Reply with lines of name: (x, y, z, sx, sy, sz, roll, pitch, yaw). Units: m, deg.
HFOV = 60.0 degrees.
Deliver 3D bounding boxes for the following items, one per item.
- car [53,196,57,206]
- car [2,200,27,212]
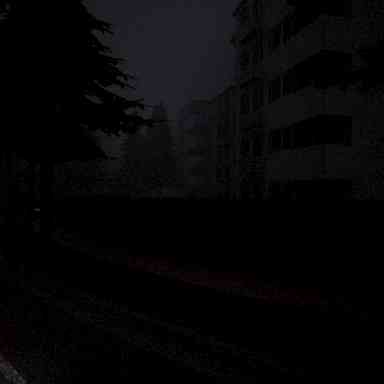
car: (-19.145, 1.352, 49.160, 2.097, 1.767, 4.553, 0, 0, 16)
car: (-20.175, 1.564, 38.800, 1.994, 1.385, 4.181, 0, 0, 2)
